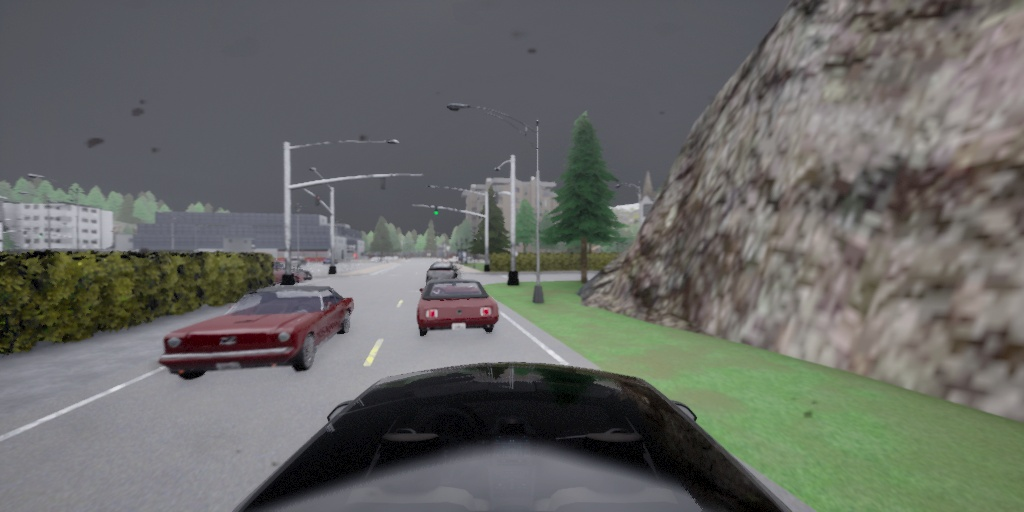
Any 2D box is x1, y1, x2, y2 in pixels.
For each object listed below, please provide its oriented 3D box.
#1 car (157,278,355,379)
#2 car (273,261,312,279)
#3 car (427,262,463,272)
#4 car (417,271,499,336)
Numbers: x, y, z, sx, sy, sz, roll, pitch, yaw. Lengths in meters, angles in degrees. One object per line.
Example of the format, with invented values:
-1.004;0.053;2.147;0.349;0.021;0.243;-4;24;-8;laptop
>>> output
-4.734;1.330;7.510;1.895;1.301;4.718;0;0;-13;car
-15.885;1.223;24.142;4.181;1.385;1.994;0;0;-13;car
-4.347;1.106;23.429;2.128;1.511;4.902;-1;0;-3;car
-1.683;1.297;10.288;1.895;1.301;4.718;0;0;-13;car
